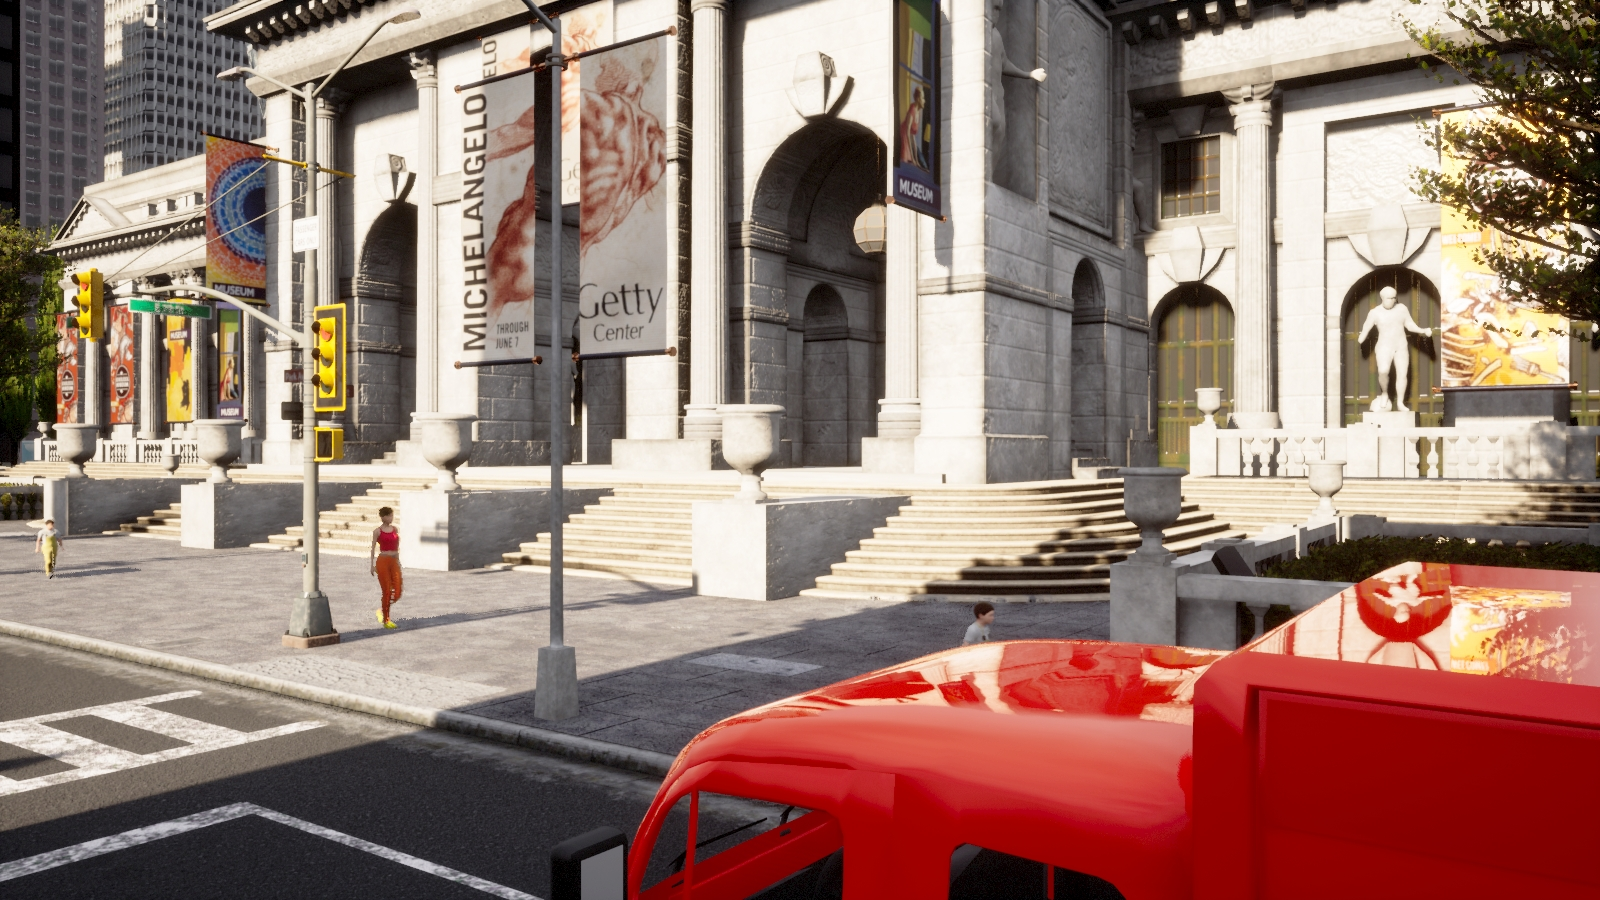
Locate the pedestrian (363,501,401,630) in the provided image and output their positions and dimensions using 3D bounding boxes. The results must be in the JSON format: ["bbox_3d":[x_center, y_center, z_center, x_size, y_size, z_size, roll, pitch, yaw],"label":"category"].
[{"bbox_3d":[-6.187,1.690,16.917,0.375,1.860,0.375,0,0,32],"label":"pedestrian"}]

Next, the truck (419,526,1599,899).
[{"bbox_3d":[1.935,1.568,2.414,5.204,2.467,2.627,0,0,35],"label":"truck"}]

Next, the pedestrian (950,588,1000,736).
[{"bbox_3d":[1.644,1.975,10.724,0.375,1.300,0.375,0,0,24],"label":"pedestrian"}]

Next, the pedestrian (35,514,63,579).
[{"bbox_3d":[-15.371,1.966,23.382,0.375,1.300,0.375,0,0,37],"label":"pedestrian"}]
